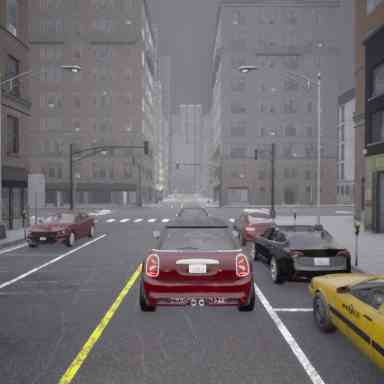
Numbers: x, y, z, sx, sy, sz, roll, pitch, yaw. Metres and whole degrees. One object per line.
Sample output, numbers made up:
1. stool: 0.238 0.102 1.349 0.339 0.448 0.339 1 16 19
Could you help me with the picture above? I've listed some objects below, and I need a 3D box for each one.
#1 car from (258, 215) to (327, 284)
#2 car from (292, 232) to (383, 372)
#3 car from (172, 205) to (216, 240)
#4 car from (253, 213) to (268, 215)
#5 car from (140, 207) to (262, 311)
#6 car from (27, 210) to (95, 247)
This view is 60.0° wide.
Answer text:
1. car: 2.851 1.563 9.388 1.947 1.339 4.313 -1 0 0
2. car: 2.859 1.524 3.972 1.752 1.417 4.829 -1 0 0
3. car: 0.068 1.542 18.131 2.033 1.411 5.357 0 0 0
4. car: 2.842 1.577 14.974 1.802 1.307 4.206 -1 0 0
5. car: 0.088 1.350 7.893 2.097 1.767 4.553 0 0 0
6. car: -5.704 1.540 14.957 1.887 1.381 4.507 -1 0 0
